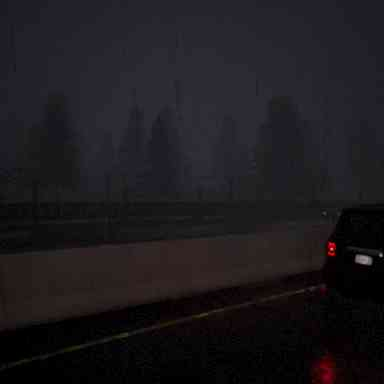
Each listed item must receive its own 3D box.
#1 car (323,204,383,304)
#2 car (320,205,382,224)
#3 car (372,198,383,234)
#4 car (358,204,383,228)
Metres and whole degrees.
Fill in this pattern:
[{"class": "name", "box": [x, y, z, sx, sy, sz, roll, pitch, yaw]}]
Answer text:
[{"class": "car", "box": [5.235, 1.285, 7.157, 5.566, 2.045, 2.150, 1, -1, -32]}, {"class": "car", "box": [12.989, 1.804, 27.115, 4.718, 1.301, 1.895, 0, 0, -23]}, {"class": "car", "box": [13.553, 1.394, 19.732, 5.566, 2.045, 2.150, 0, 0, -24]}, {"class": "car", "box": [14.640, 1.691, 23.992, 4.902, 1.511, 2.128, 0, 0, -22]}]
